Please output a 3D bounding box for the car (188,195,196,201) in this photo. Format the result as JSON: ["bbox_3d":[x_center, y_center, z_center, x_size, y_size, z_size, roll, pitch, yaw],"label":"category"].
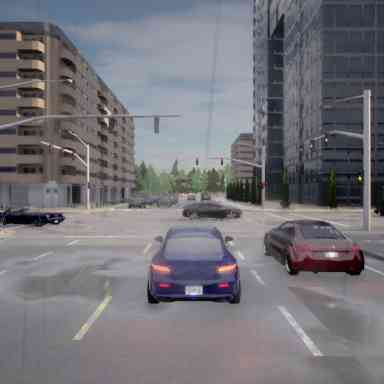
[{"bbox_3d":[-0.048,1.525,87.723,2.128,1.511,4.902,0,0,1],"label":"car"}]

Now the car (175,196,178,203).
[{"bbox_3d":[-3.939,1.525,58.418,1.812,1.442,4.674,0,0,1],"label":"car"}]

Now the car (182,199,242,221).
[{"bbox_3d":[1.614,1.531,26.956,4.892,1.490,1.837,0,0,0],"label":"car"}]

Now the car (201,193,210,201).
[{"bbox_3d":[3.453,1.225,87.750,2.150,2.045,5.566,0,0,1],"label":"car"}]

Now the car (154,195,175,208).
[{"bbox_3d":[-3.993,1.352,48.931,2.097,1.767,4.553,0,0,0],"label":"car"}]

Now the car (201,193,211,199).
[{"bbox_3d":[3.344,1.355,77.587,2.097,1.767,4.553,0,0,1],"label":"car"}]

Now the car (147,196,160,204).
[{"bbox_3d":[-7.354,1.477,63.680,1.882,1.535,5.008,0,0,1],"label":"car"}]

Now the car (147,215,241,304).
[{"bbox_3d":[0.046,1.526,8.021,1.812,1.442,4.674,0,0,0],"label":"car"}]

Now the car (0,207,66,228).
[{"bbox_3d":[-10.944,1.637,22.430,4.718,1.301,1.895,0,0,18],"label":"car"}]

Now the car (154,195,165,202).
[{"bbox_3d":[-7.194,1.495,74.038,1.837,1.490,4.892,0,0,1],"label":"car"}]

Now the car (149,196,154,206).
[{"bbox_3d":[-7.465,1.564,54.864,1.994,1.385,4.181,0,0,2],"label":"car"}]

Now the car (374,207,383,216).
[{"bbox_3d":[19.456,1.656,30.628,4.718,1.301,1.895,0,0,0],"label":"car"}]

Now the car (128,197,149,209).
[{"bbox_3d":[-7.503,1.505,45.970,1.837,1.490,4.892,0,0,1],"label":"car"}]

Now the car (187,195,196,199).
[{"bbox_3d":[-0.157,1.540,77.379,2.033,1.411,5.357,0,0,1],"label":"car"}]

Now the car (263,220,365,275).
[{"bbox_3d":[3.555,1.564,10.444,1.994,1.385,4.181,0,0,0],"label":"car"}]
